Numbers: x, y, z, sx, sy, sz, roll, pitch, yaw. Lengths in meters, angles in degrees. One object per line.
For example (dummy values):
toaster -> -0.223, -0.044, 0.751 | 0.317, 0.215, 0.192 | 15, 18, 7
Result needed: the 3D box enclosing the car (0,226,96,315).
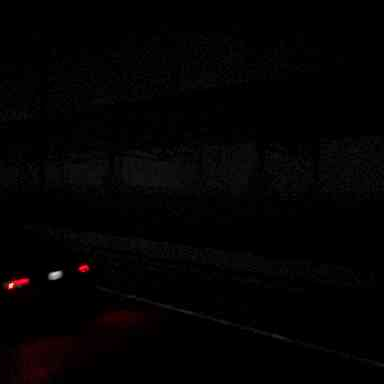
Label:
car -> -4.410, 1.451, 7.144 | 5.357, 1.411, 2.033 | 1, 0, 35
